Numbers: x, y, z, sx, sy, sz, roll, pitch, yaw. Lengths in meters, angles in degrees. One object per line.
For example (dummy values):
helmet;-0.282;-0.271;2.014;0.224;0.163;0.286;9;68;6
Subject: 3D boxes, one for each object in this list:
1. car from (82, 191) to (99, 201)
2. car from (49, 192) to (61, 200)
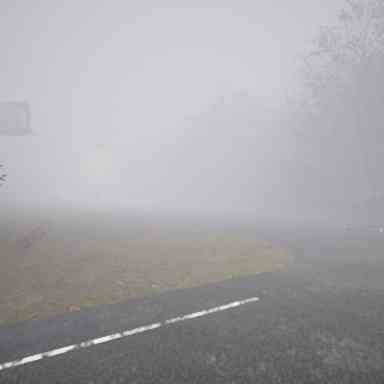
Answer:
car;-21.249;0.767;69.768;2.150;2.045;5.566;0;0;-34
car;-30.165;0.850;73.207;2.097;1.767;4.553;0;0;-27
